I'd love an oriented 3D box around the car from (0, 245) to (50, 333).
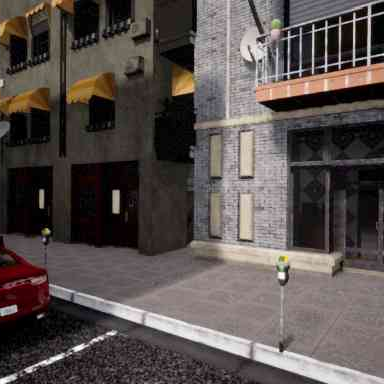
[{"bbox_3d":[-4.405,1.544,6.015,4.507,1.381,1.887,0,1,36],"label":"car"}]
